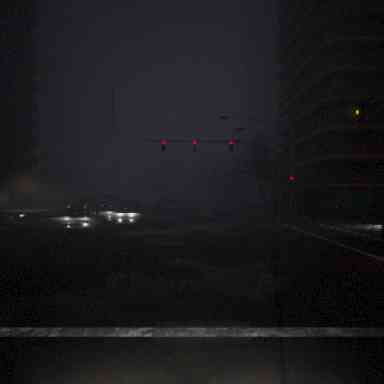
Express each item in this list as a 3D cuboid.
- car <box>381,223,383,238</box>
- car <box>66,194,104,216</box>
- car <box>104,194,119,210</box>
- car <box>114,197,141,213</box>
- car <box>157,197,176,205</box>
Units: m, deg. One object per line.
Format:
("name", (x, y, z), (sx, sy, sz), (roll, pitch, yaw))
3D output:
("car", (10.367, 1.563, 14.024), (4.181, 1.385, 1.994), (0, 0, 0))
("car", (-10.563, 1.350, 32.528), (2.097, 1.767, 4.553), (0, 0, 0))
("car", (-10.542, 1.219, 42.118), (2.150, 2.045, 5.566), (0, 0, 0))
("car", (-7.032, 1.562, 37.480), (1.994, 1.385, 4.181), (0, 0, 1))
("car", (-4.583, 1.584, 58.871), (1.895, 1.301, 4.718), (0, 0, -27))
